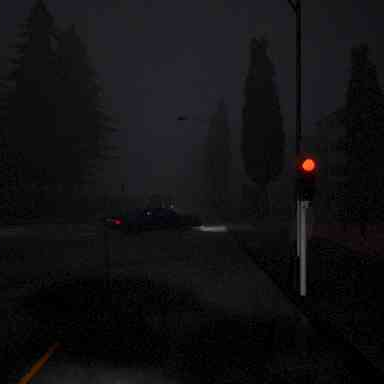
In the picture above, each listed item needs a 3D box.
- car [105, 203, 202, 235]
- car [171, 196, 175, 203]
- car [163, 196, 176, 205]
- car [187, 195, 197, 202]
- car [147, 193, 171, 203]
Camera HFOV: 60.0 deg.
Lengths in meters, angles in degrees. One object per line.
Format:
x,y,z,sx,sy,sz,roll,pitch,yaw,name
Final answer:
-2.068,1.547,18.731,5.357,1.411,2.033,0,0,-33,car
-4.136,1.220,51.197,2.150,2.045,5.566,0,0,0,car
-4.090,1.546,61.899,2.033,1.411,5.357,0,0,0,car
-0.020,1.548,73.122,2.097,1.767,4.553,0,0,0,car
-4.141,1.220,40.760,2.150,2.045,5.566,0,0,0,car
